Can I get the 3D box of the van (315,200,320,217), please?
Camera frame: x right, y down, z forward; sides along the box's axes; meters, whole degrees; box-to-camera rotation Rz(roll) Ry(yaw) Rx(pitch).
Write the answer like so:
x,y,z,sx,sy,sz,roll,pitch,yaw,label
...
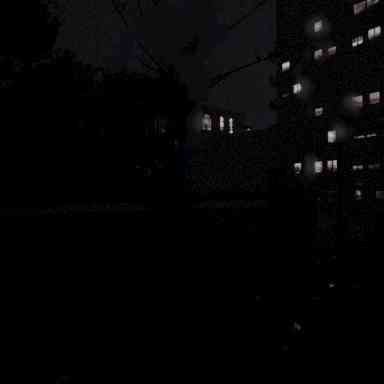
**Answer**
x,y,z,sx,sy,sz,roll,pitch,yaw,label
10.434,1.647,32.600,1.690,1.788,3.998,-1,0,-36,van
